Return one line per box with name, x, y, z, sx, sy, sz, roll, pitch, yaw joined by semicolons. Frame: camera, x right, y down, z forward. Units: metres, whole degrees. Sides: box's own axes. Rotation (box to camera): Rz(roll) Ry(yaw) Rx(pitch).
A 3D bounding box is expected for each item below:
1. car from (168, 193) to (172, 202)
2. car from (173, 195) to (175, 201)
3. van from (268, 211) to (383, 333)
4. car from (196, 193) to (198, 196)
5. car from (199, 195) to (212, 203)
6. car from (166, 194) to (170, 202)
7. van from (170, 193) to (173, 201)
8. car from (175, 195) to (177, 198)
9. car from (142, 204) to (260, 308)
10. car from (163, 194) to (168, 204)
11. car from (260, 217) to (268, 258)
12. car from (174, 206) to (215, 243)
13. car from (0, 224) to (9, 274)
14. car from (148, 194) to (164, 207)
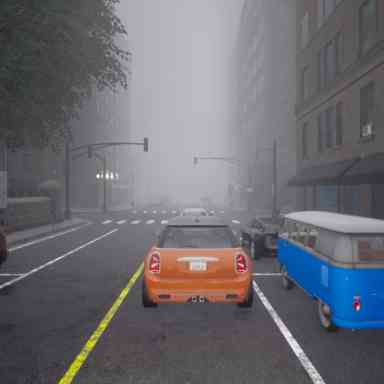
car;-5.652;1.514;66.545;1.887;1.381;4.507;0;0;0
car;-5.649;1.522;77.446;2.008;1.369;4.403;0;0;0
van;2.858;1.340;6.542;1.690;1.788;3.998;0;0;0
car;2.880;1.506;93.991;1.752;1.417;4.829;0;0;0
car;2.872;1.409;66.579;1.967;1.590;4.097;0;0;0
car;-5.653;1.514;61.094;1.887;1.381;4.507;0;0;0
van;-5.651;1.311;71.996;1.690;1.788;3.998;0;0;0
car;-5.649;1.289;82.897;2.192;1.841;5.009;0;0;0
car;0.104;1.351;8.096;2.097;1.767;4.553;0;0;0
car;-5.655;1.521;55.643;2.008;1.369;4.403;0;0;0
car;2.859;1.563;12.202;1.947;1.339;4.313;0;0;0
car;0.106;1.520;17.097;1.812;1.442;4.674;0;0;0
car;-5.667;1.314;6.504;2.192;1.841;5.009;0;0;0
car;-5.656;1.498;50.023;1.752;1.417;4.829;0;0;0
